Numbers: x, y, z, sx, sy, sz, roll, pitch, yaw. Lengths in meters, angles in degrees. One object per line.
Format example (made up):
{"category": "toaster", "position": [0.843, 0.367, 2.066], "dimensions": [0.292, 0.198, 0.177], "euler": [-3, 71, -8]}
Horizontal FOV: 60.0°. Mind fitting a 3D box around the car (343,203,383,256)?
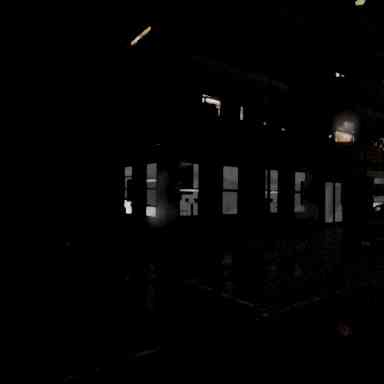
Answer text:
{"category": "car", "position": [7.529, 1.315, 11.946], "dimensions": [5.009, 1.841, 2.192], "euler": [0, 1, -36]}
